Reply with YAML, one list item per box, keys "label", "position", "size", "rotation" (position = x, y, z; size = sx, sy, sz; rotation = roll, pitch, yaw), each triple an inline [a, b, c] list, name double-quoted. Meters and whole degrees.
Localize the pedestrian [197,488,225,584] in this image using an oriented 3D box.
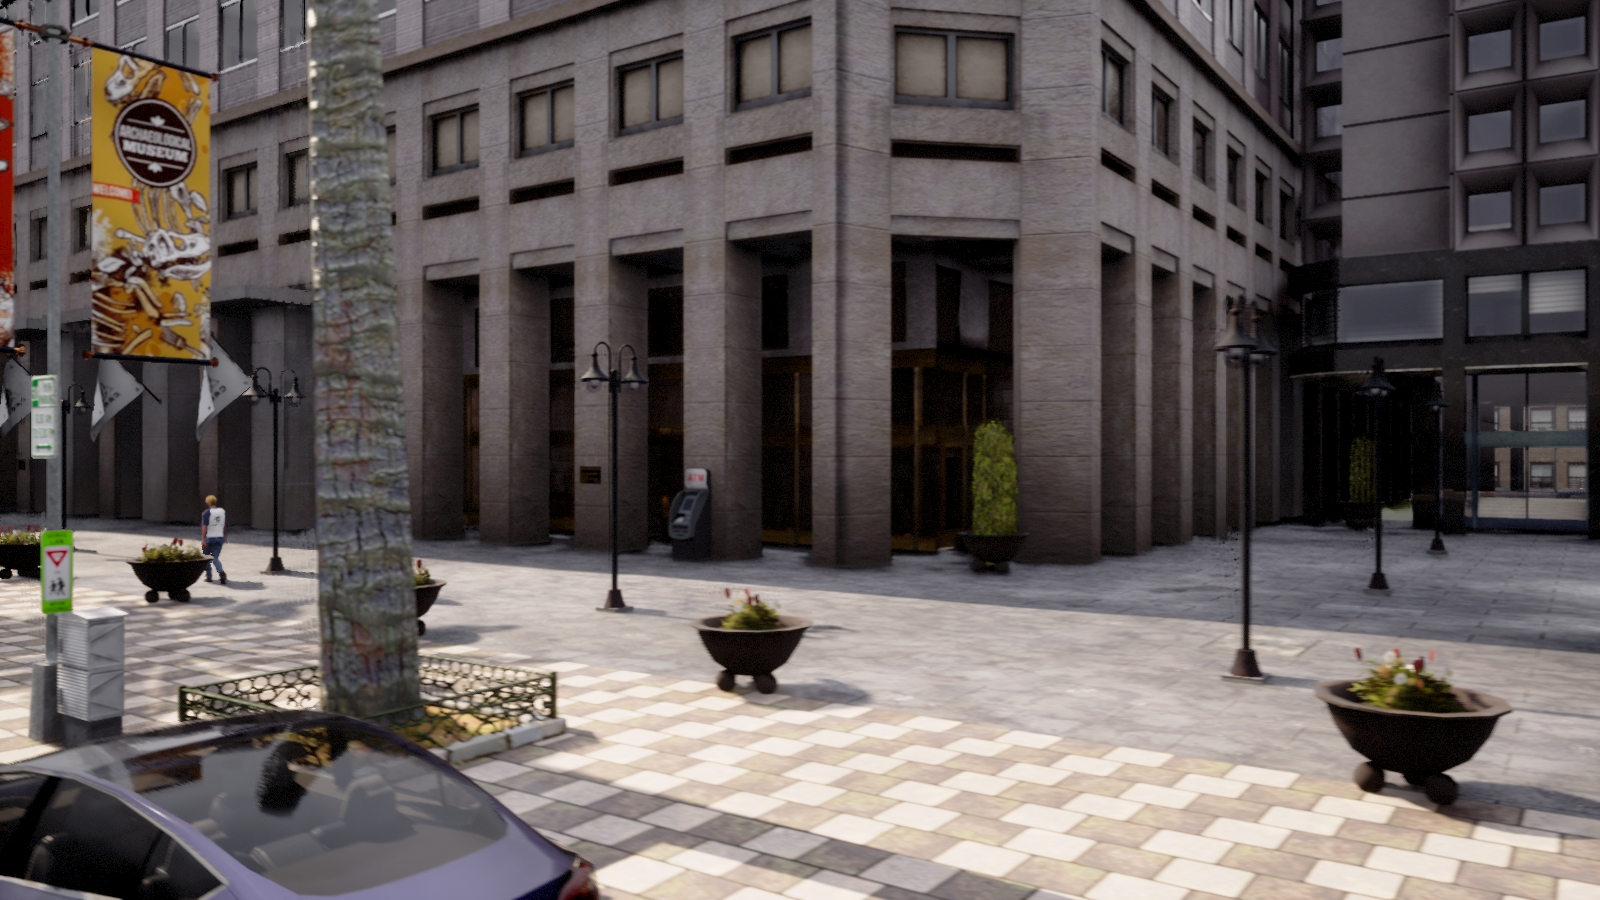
- label: "pedestrian"
  position: [-11.712, 1.704, 22.730]
  size: [0.375, 1.860, 0.375]
  rotation: [0, 0, 38]
